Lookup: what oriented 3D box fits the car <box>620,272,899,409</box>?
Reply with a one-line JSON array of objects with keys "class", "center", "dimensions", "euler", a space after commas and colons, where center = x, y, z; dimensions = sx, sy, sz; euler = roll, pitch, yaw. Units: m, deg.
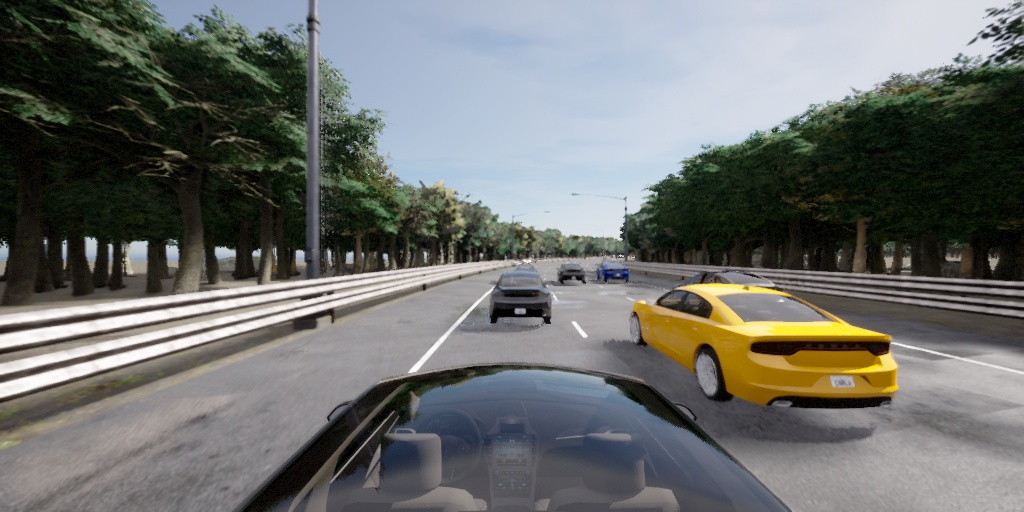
[{"class": "car", "center": [3.674, 1.238, 6.432], "dimensions": [1.882, 1.535, 5.008], "euler": [0, 0, 1]}]

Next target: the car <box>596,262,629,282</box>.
[{"class": "car", "center": [8.157, 1.276, 29.435], "dimensions": [1.882, 1.535, 5.008], "euler": [0, 0, 4]}]

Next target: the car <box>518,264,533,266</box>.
[{"class": "car", "center": [1.080, 1.355, 28.460], "dimensions": [1.994, 1.385, 4.181], "euler": [0, 0, 4]}]

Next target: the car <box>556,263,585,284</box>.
[{"class": "car", "center": [4.546, 1.298, 27.891], "dimensions": [1.837, 1.490, 4.892], "euler": [0, 0, 4]}]

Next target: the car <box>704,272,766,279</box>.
[{"class": "car", "center": [7.308, 1.277, 12.562], "dimensions": [1.837, 1.490, 4.892], "euler": [0, 0, 2]}]

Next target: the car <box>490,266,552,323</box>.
[{"class": "car", "center": [0.297, 1.270, 12.229], "dimensions": [1.837, 1.490, 4.892], "euler": [0, 0, 2]}]
